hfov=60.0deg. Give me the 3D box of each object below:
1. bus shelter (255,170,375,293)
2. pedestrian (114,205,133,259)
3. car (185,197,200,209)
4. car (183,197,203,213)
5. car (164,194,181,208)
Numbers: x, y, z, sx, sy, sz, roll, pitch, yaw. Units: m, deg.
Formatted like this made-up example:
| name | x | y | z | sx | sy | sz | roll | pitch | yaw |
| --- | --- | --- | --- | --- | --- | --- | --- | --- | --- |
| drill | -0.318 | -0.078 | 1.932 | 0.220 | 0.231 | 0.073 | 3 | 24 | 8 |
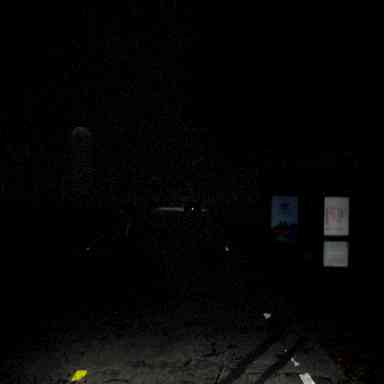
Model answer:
| name | x | y | z | sx | sy | sz | roll | pitch | yaw |
| --- | --- | --- | --- | --- | --- | --- | --- | --- | --- |
| bus shelter | 3.144 | 0.873 | 9.437 | 1.920 | 2.740 | 3.880 | 1 | 1 | 0 |
| pedestrian | -2.223 | 1.293 | 10.851 | 0.375 | 1.860 | 0.375 | -1 | 1 | -5 |
| car | 0.088 | 1.517 | 47.866 | 2.128 | 1.511 | 4.902 | 0 | 0 | 0 |
| car | 0.102 | 1.514 | 37.350 | 1.837 | 1.490 | 4.892 | 0 | 0 | 1 |
| car | -2.841 | 1.250 | 49.748 | 2.150 | 2.045 | 5.566 | 0 | 0 | 0 |
